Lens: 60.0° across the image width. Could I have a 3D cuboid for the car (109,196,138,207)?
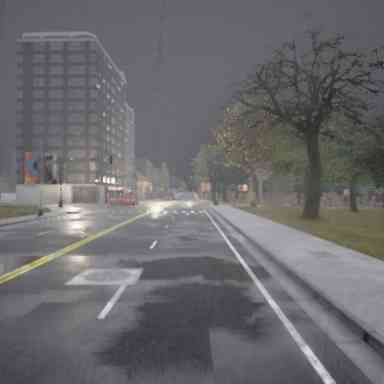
[{"bbox_3d":[-10.685,1.432,52.364,4.553,1.767,2.097,5,-3,-43],"label":"car"}]
